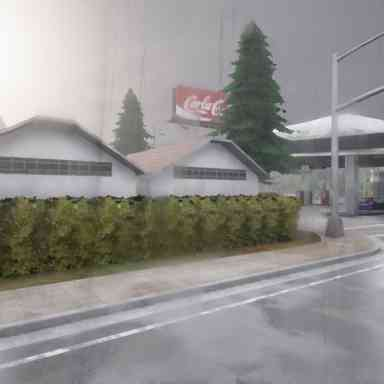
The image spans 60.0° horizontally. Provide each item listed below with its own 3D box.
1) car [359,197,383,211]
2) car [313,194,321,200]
[{"bbox_3d":[21.818,1.480,40.006,4.611,1.667,2.242,0,0,-36],"label":"car"},{"bbox_3d":[32.903,1.330,89.496,2.152,1.636,5.027,0,0,-36],"label":"car"}]
